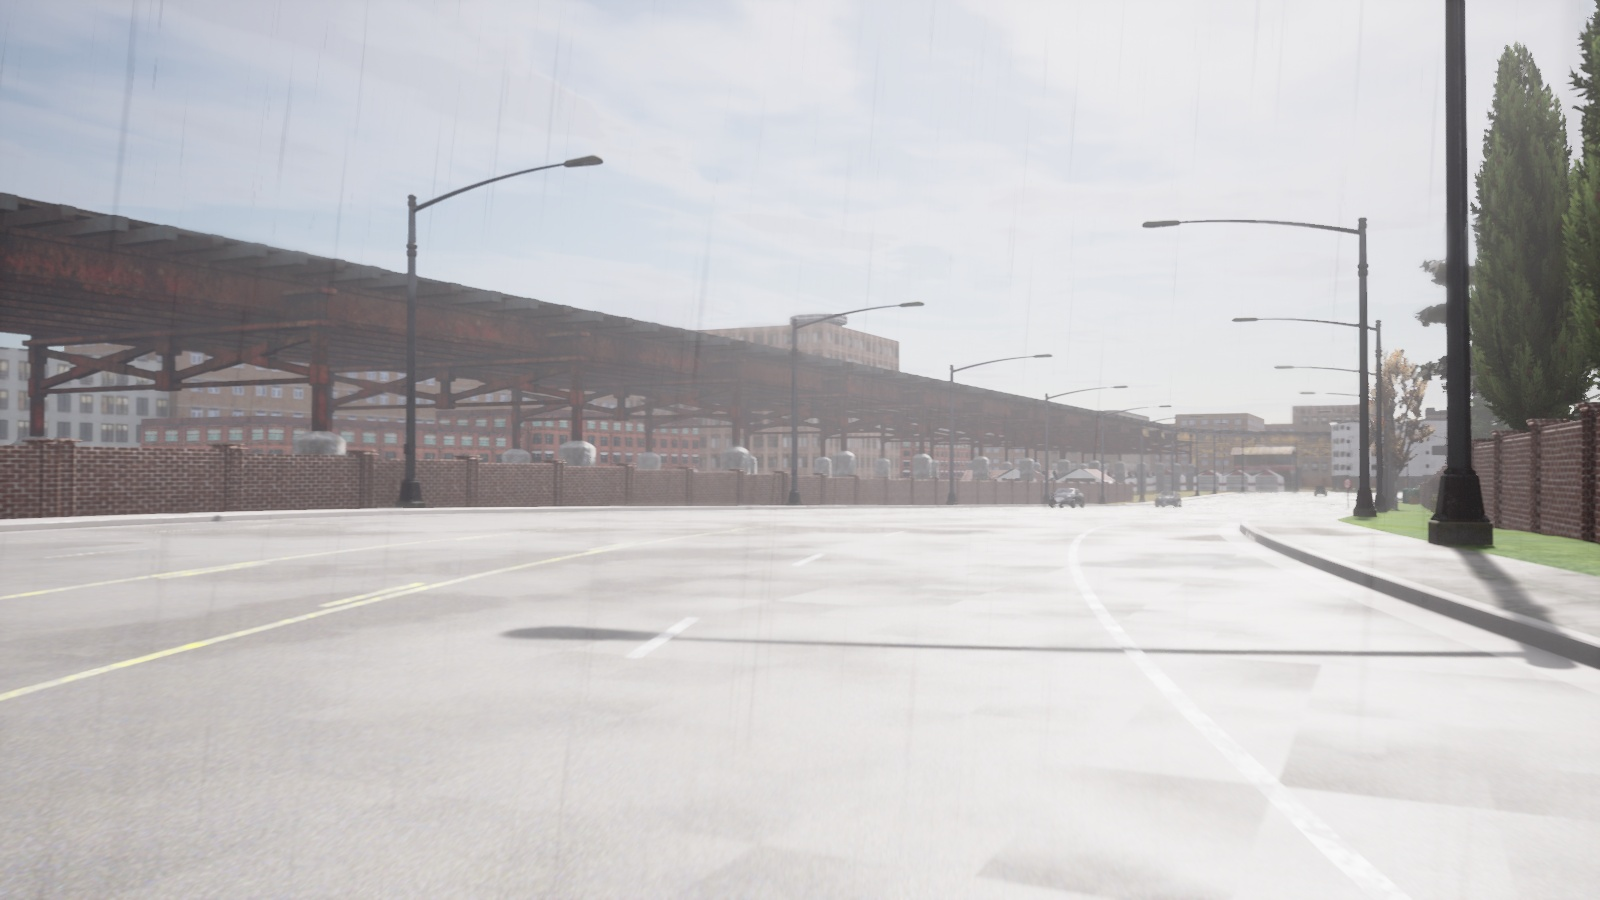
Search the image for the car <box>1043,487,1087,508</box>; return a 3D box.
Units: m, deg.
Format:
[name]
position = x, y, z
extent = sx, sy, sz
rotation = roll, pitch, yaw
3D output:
[car]
position = 19.781, 3.565, 93.509
extent = 2.128, 1.511, 4.902
rotation = 0, -2, 26
